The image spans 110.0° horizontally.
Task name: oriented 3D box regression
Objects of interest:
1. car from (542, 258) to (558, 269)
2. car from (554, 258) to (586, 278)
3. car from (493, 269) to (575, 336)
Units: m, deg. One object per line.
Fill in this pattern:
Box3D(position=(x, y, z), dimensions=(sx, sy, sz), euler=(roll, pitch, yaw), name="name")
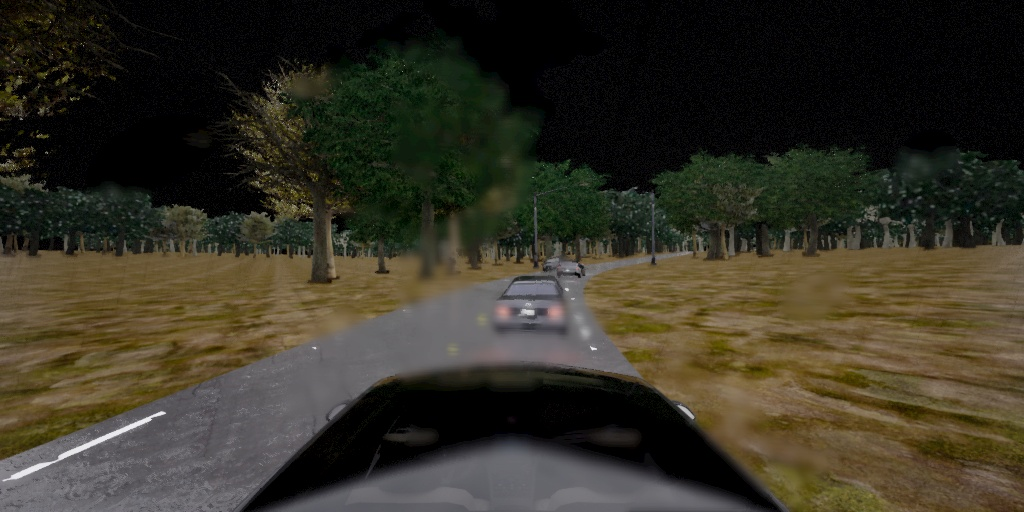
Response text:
Box3D(position=(4.709, 1.004, 38.986), dimensions=(1.837, 1.490, 4.892), euler=(-1, 1, 23), name="car")
Box3D(position=(5.229, 1.126, 31.162), dimensions=(1.994, 1.385, 4.181), euler=(0, 0, 18), name="car")
Box3D(position=(0.688, 1.280, 10.384), dimensions=(2.033, 1.411, 5.357), euler=(0, 0, 7), name="car")
